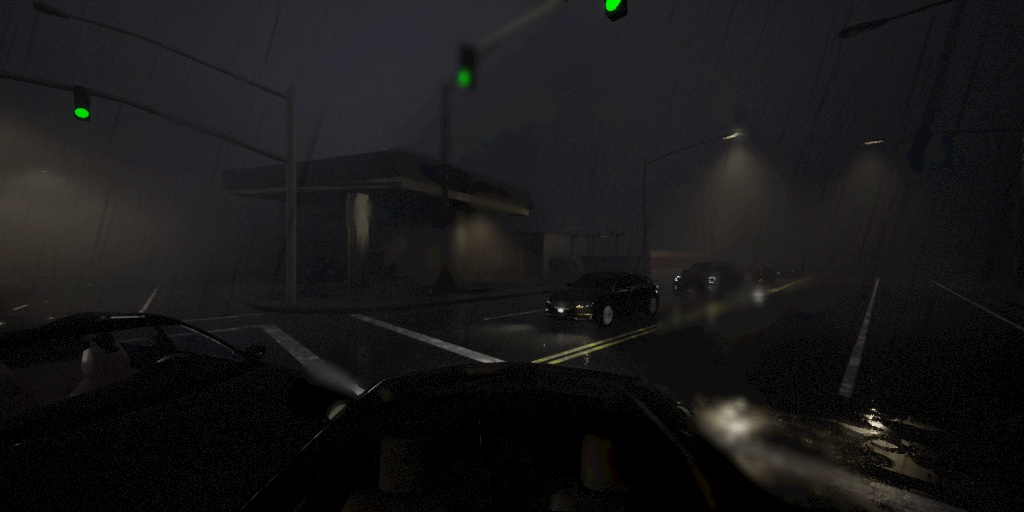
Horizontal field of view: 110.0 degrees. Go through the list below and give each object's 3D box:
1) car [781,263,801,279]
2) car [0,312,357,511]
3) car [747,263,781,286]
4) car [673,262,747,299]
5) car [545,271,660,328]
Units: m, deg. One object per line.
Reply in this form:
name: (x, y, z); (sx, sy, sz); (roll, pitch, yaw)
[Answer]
car: (24.343, 1.307, 32.056); (4.181, 1.385, 1.994); (0, 0, -44)
car: (-3.375, 1.242, 2.708); (4.902, 1.511, 2.128); (0, 0, 16)
car: (17.087, 1.309, 25.129); (4.181, 1.385, 1.994); (0, 0, -45)
car: (10.041, 1.098, 18.340); (4.553, 1.767, 2.097); (0, 0, -44)
car: (3.083, 1.253, 11.615); (4.892, 1.490, 1.837); (0, 0, -44)
